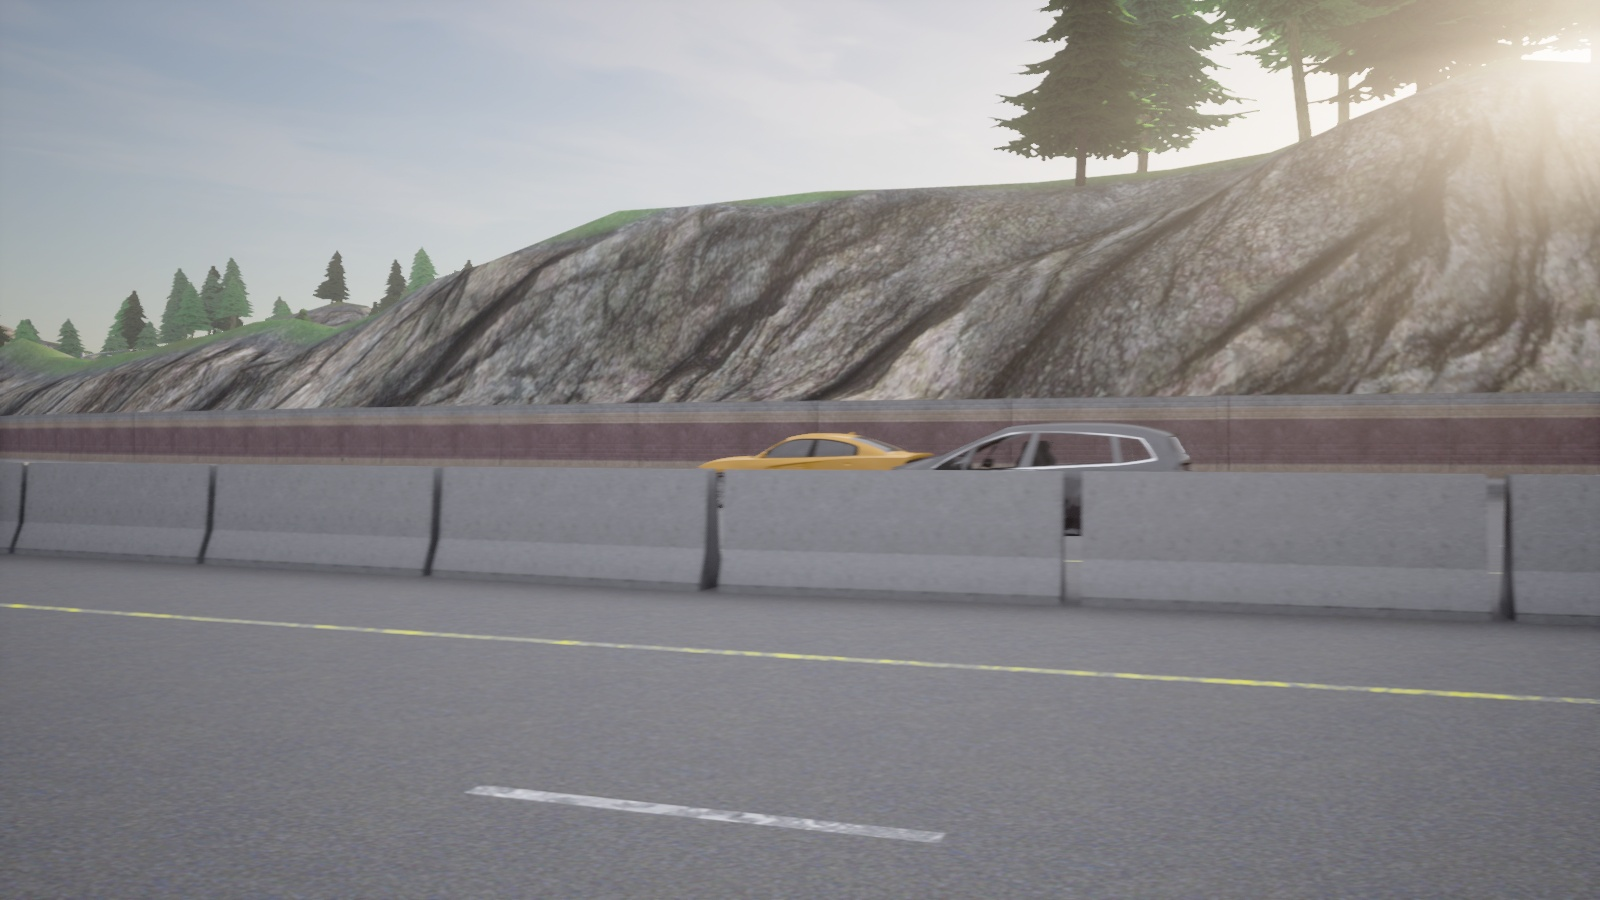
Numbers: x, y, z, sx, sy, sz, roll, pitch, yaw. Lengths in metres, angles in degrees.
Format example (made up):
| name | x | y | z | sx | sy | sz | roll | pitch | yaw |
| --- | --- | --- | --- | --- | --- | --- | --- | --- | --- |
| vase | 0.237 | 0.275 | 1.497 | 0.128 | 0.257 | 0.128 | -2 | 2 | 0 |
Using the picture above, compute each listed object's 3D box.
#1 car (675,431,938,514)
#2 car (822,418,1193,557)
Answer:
| name | x | y | z | sx | sy | sz | roll | pitch | yaw |
| --- | --- | --- | --- | --- | --- | --- | --- | --- | --- |
| car | 0.124 | 0.404 | 25.481 | 5.008 | 1.535 | 1.882 | 1 | 1 | 22 |
| car | 2.839 | 0.415 | 16.968 | 4.611 | 1.667 | 2.242 | 1 | 1 | 19 |
